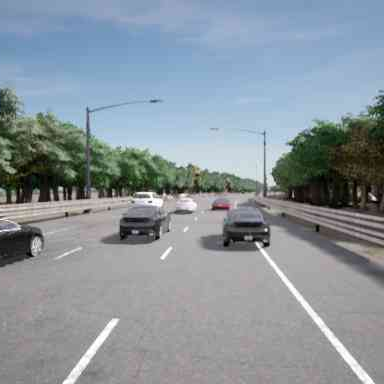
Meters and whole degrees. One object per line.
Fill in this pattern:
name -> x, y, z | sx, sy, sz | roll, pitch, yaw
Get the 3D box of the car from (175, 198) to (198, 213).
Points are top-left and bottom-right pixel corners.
car -> -0.567, 1.376, 34.134 | 1.812, 1.442, 4.674 | 0, 0, 6

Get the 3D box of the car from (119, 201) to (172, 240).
car -> -2.205, 1.431, 16.503 | 1.837, 1.490, 4.892 | 0, 0, 4

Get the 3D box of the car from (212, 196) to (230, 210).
car -> 3.402, 1.395, 38.866 | 1.994, 1.385, 4.181 | 0, 0, 7

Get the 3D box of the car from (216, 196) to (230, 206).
car -> 4.684, 1.316, 50.147 | 1.812, 1.442, 4.674 | 0, 0, 8

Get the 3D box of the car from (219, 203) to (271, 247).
car -> 2.267, 1.441, 14.683 | 1.837, 1.490, 4.892 | 0, 0, 4

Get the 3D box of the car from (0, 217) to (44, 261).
car -> -6.208, 1.447, 9.722 | 2.128, 1.511, 4.902 | 0, 0, 4

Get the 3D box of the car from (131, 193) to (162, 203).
car -> -4.288, 1.075, 32.285 | 2.150, 2.045, 5.566 | 0, 0, 6
